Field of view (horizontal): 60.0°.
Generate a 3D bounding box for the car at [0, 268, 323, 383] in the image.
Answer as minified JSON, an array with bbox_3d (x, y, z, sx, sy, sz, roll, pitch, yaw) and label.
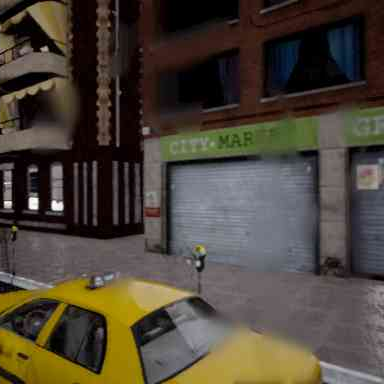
[{"bbox_3d":[-1.112,1.537,3.670,4.829,1.417,1.752,0,0,36],"label":"car"}]
